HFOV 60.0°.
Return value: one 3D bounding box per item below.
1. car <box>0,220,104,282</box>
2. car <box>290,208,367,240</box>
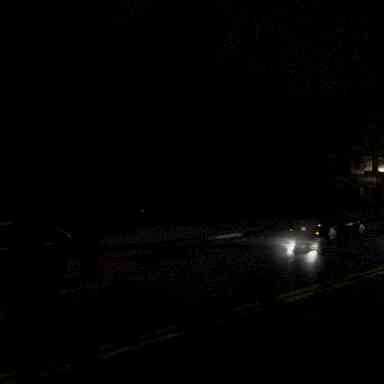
[{"bbox_3d":[-4.700,1.501,8.277,4.892,1.490,1.837,-1,0,-35],"label":"car"},{"bbox_3d":[6.790,1.492,16.498,4.181,1.385,1.994,-1,0,-35],"label":"car"}]
